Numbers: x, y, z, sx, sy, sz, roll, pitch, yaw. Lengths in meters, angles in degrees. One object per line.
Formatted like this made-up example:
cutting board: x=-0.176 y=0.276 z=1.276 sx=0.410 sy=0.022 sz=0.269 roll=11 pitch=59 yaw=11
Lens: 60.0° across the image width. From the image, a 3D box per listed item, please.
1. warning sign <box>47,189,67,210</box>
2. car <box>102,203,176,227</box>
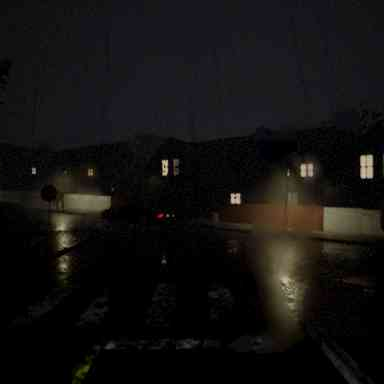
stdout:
warning sign: x=-12.273 y=0.676 z=30.312 sx=1.060 sy=1.860 sz=1.300 roll=-1 pitch=1 yaw=32
car: x=-3.594 y=1.446 z=22.110 sx=5.357 sy=1.411 sz=2.033 roll=2 pitch=0 yaw=35
